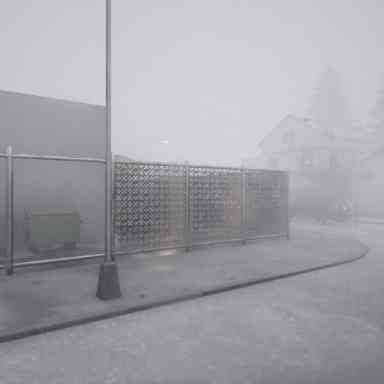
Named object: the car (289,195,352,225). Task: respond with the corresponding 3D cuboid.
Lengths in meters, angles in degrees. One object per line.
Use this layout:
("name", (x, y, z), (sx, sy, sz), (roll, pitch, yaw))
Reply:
("car", (9.039, 1.221, 24.743), (2.150, 2.045, 5.566), (0, 0, -27))
